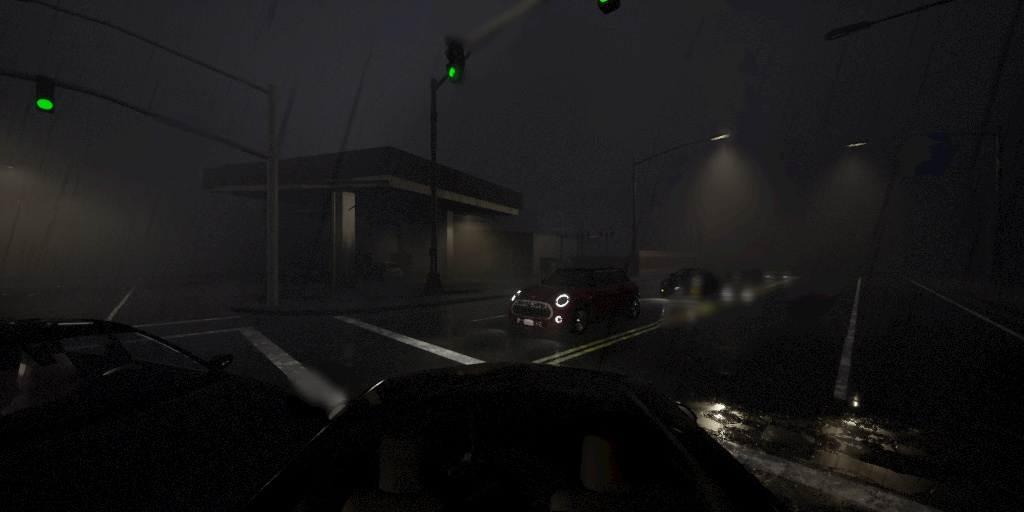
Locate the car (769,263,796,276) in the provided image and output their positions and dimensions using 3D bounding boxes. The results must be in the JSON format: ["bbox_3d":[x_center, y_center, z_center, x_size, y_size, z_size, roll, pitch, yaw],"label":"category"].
[{"bbox_3d":[27.703,1.351,36.840,1.895,1.301,4.718,0,0,45],"label":"car"}]

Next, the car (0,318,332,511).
[{"bbox_3d":[-3.449,1.242,2.391,4.902,1.511,2.128,0,0,14],"label":"car"}]

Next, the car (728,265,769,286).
[{"bbox_3d":[16.527,1.314,25.554,1.994,1.385,4.181,0,0,45],"label":"car"}]

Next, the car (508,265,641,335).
[{"bbox_3d":[1.996,1.102,10.748,2.097,1.767,4.553,0,0,45],"label":"car"}]

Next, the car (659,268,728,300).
[{"bbox_3d":[8.997,1.314,17.893,1.994,1.385,4.181,0,0,44],"label":"car"}]
